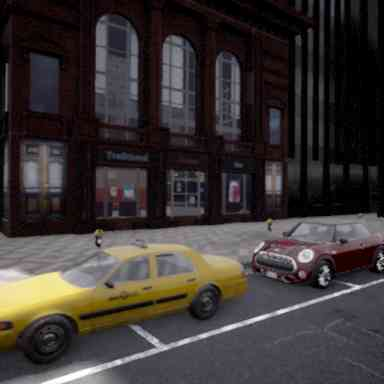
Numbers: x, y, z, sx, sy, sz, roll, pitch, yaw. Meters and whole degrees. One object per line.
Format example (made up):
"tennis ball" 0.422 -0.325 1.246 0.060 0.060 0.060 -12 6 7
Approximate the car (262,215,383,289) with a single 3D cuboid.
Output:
"car" 3.560 1.484 9.207 4.097 1.590 1.967 0 0 -36

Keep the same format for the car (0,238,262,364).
"car" -1.159 1.539 5.824 4.829 1.417 1.752 0 0 -36
